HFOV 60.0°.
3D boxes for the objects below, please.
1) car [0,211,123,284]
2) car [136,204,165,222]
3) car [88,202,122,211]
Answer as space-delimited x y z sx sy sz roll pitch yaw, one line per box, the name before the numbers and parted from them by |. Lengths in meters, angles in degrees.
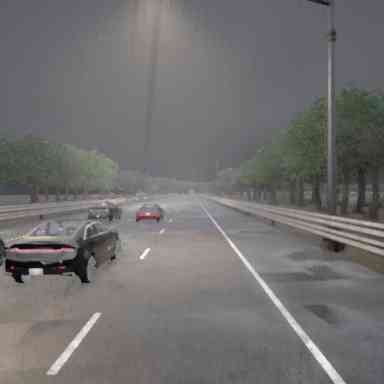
car | -3.399 1.524 9.673 2.128 1.511 4.902 0 0 0
car | -3.396 1.656 27.491 1.994 1.385 4.181 0 0 0
car | -6.896 1.582 26.802 2.128 1.511 4.902 0 0 0
